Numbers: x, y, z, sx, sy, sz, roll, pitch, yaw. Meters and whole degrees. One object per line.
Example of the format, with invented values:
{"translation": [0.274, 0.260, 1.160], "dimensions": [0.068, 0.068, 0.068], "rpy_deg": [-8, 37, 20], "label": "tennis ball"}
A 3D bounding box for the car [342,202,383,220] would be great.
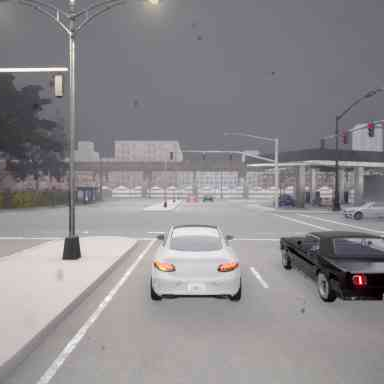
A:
{"translation": [14.887, 1.523, 27.554], "dimensions": [4.674, 1.442, 1.812], "rpy_deg": [0, 0, -1], "label": "car"}

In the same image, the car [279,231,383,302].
{"translation": [3.587, 1.599, 8.178], "dimensions": [1.895, 1.301, 4.718], "rpy_deg": [0, 0, 0], "label": "car"}

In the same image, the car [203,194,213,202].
{"translation": [3.499, 1.257, 72.381], "dimensions": [2.097, 1.767, 4.553], "rpy_deg": [0, 0, 0], "label": "car"}

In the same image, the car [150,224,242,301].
{"translation": [0.082, 1.517, 8.194], "dimensions": [1.812, 1.442, 4.674], "rpy_deg": [0, 0, 0], "label": "car"}

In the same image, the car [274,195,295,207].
{"translation": [13.210, 1.262, 47.737], "dimensions": [2.242, 1.667, 4.611], "rpy_deg": [0, 0, 0], "label": "car"}

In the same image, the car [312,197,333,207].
{"translation": [18.955, 1.434, 48.500], "dimensions": [1.970, 1.475, 3.806], "rpy_deg": [0, 0, 0], "label": "car"}

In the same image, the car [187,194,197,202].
{"translation": [-0.001, 1.250, 72.381], "dimensions": [2.097, 1.767, 4.553], "rpy_deg": [0, 0, 0], "label": "car"}
